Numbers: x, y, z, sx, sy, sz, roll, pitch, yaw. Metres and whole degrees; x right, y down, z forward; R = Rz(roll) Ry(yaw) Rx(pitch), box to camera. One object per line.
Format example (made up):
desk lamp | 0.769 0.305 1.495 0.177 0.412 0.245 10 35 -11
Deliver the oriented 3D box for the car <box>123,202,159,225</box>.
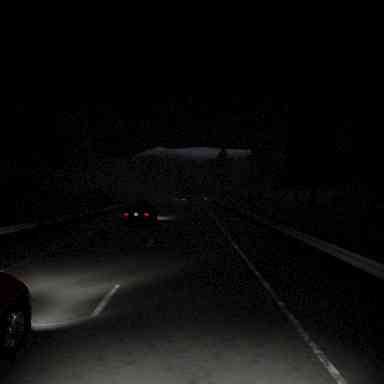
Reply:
car | -3.399 1.401 22.740 2.033 1.411 5.357 0 0 0

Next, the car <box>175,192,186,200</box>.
car | -2.064 0.764 74.243 2.097 1.767 4.553 0 0 -6

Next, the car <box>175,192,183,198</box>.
car | -3.491 0.784 89.177 2.033 1.411 5.357 0 0 -6

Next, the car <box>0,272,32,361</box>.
car | -3.399 1.332 3.036 2.097 1.767 4.553 0 0 0

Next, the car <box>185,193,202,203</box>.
car | 0.460 0.990 56.465 2.097 1.767 4.553 0 0 -3
